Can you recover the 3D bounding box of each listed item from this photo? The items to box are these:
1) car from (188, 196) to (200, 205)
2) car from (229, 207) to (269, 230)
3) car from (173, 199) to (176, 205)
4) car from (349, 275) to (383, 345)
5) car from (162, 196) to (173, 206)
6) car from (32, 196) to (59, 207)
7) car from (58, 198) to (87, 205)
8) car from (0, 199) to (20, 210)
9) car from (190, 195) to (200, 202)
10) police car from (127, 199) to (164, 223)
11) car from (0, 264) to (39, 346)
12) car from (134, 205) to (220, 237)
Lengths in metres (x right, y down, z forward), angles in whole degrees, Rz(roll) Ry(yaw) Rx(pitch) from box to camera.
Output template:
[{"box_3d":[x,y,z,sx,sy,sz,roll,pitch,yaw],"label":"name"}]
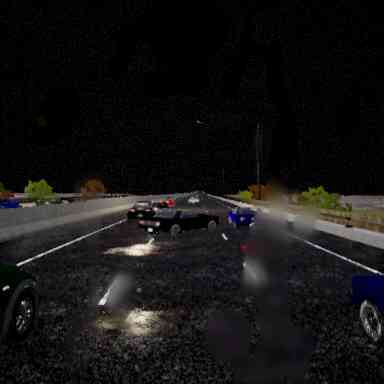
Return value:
[{"box_3d":[0.370,1.633,61.286,1.895,1.301,4.718,0,0,2],"label":"car"},{"box_3d":[3.475,1.597,21.265,1.895,1.301,4.718,0,0,0],"label":"car"},{"box_3d":[-3.434,1.367,47.496,2.097,1.767,4.553,0,0,1],"label":"car"},{"box_3d":[3.568,1.599,3.439,1.895,1.301,4.718,0,0,-1],"label":"car"},{"box_3d":[-3.565,1.497,36.559,2.128,1.511,4.902,0,0,1],"label":"car"},{"box_3d":[-17.610,1.355,40.585,2.097,1.767,4.553,0,0,1],"label":"car"},{"box_3d":[-14.111,1.509,40.609,1.837,1.490,4.892,0,0,1],"label":"car"},{"box_3d":[-21.144,1.525,37.447,1.812,1.442,4.674,0,0,1],"label":"car"},{"box_3d":[0.788,1.578,78.300,2.128,1.511,4.902,0,0,2],"label":"car"},{"box_3d":[-3.627,1.502,25.591,2.038,1.542,4.974,0,0,0],"label":"police car"},{"box_3d":[-3.542,1.350,3.625,2.097,1.767,4.553,0,0,-1],"label":"car"},{"box_3d":[-0.545,1.596,18.213,1.895,1.301,4.718,0,0,43],"label":"car"}]
